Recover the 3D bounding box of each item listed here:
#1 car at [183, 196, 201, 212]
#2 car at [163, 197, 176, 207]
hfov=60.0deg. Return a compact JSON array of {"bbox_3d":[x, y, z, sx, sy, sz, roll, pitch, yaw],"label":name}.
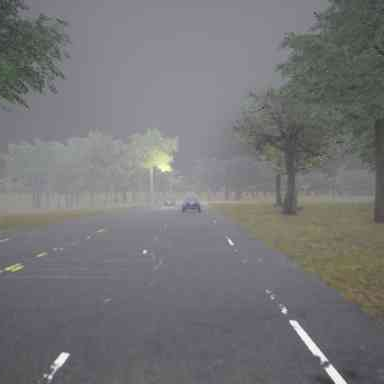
[{"bbox_3d":[-0.056,1.411,40.259,2.097,1.767,4.553,0,0,0],"label":"car"},{"bbox_3d":[-3.640,1.639,55.073,2.128,1.511,4.902,0,0,2],"label":"car"}]
